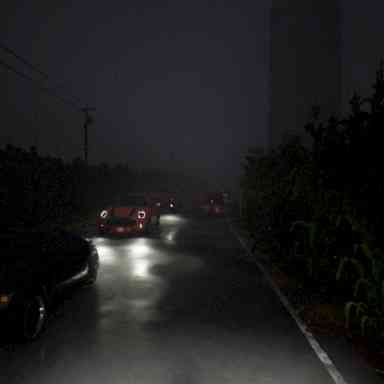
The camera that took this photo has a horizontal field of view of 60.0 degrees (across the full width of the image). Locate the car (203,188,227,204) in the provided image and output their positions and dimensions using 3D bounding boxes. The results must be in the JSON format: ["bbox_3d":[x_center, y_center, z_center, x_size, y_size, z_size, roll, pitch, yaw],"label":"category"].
[{"bbox_3d":[2.424,0.580,36.310,1.895,1.301,4.718,1,2,9],"label":"car"}]

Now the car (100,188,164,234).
[{"bbox_3d":[-2.799,0.879,15.684,2.097,1.767,4.553,1,2,2],"label":"car"}]

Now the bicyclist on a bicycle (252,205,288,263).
[{"bbox_3d":[2.518,1.201,9.336,1.656,1.620,0.582,0,2,1],"label":"bicyclist on a bicycle"}]

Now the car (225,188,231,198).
[{"bbox_3d":[4.809,0.104,49.795,2.128,1.511,4.902,1,2,11],"label":"car"}]

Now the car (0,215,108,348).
[{"bbox_3d":[-3.154,1.366,5.969,1.994,1.385,4.181,0,2,2],"label":"car"}]

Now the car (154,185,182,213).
[{"bbox_3d":[-2.138,0.444,26.469,2.150,2.045,5.566,1,2,5],"label":"car"}]
